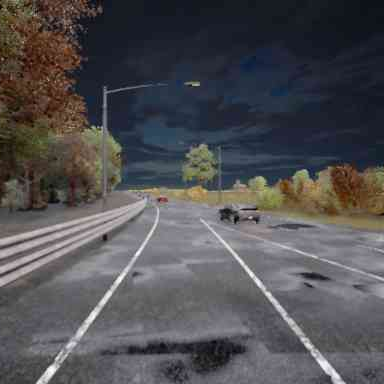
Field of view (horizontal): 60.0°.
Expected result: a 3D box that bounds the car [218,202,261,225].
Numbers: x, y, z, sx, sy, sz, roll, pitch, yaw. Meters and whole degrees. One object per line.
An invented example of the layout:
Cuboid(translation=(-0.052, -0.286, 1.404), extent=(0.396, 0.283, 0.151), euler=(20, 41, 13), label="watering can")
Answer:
Cuboid(translation=(3.284, 1.483, 23.962), extent=(2.128, 1.511, 4.902), euler=(0, 0, -13), label="car")

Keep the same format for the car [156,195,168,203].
Cuboid(translation=(-6.076, 1.336, 66.352), extent=(1.882, 1.535, 5.008), euler=(0, 0, -12), label="car")
